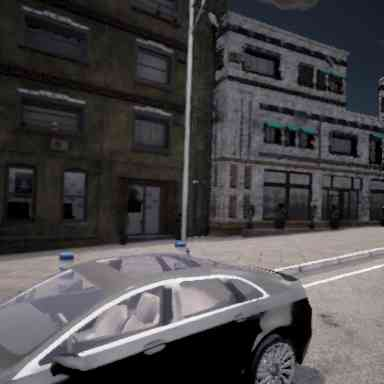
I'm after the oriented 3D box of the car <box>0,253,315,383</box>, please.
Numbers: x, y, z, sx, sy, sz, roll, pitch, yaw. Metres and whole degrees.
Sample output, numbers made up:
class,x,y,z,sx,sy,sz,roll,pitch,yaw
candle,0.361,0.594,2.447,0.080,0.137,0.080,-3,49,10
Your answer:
class,x,y,z,sx,sy,sz,roll,pitch,yaw
car,-0.771,1.491,3.429,4.902,1.511,2.128,0,0,-35
